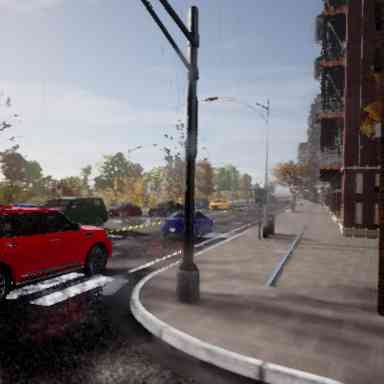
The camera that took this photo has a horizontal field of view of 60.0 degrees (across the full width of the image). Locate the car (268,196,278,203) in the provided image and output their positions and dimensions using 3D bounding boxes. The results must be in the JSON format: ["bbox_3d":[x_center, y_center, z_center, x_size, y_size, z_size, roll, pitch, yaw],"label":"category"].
[{"bbox_3d":[22.446,2.076,92.612,2.150,2.045,5.566,1,0,17],"label":"car"}]

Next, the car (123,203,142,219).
[{"bbox_3d":[-6.268,1.666,30.457,1.994,1.385,4.181,1,0,21],"label":"car"}]

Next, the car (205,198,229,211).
[{"bbox_3d":[3.956,1.827,48.271,1.882,1.535,5.008,1,0,20],"label":"car"}]

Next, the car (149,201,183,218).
[{"bbox_3d":[-2.325,1.671,31.650,1.882,1.535,5.008,1,0,21],"label":"car"}]

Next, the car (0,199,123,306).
[{"bbox_3d":[-4.359,1.353,8.439,2.150,2.045,5.566,1,0,22],"label":"car"}]

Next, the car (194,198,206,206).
[{"bbox_3d":[1.248,1.640,50.299,2.097,1.767,4.553,1,0,20],"label":"car"}]

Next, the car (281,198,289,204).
[{"bbox_3d":[25.683,2.525,92.104,1.895,1.301,4.718,1,0,17],"label":"car"}]

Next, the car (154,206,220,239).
[{"bbox_3d":[-0.147,1.764,19.012,1.812,1.442,4.674,1,0,21],"label":"car"}]

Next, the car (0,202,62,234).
[{"bbox_3d":[-10.362,1.479,19.966,1.882,1.535,5.008,1,0,22],"label":"car"}]

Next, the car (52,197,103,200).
[{"bbox_3d":[-7.158,1.296,19.146,2.150,2.045,5.566,1,0,23],"label":"car"}]
